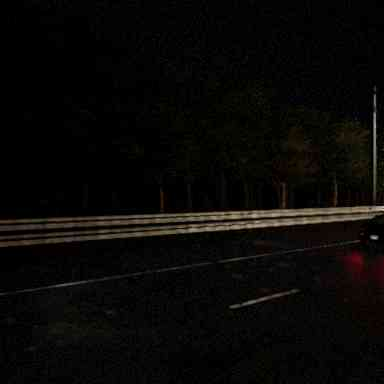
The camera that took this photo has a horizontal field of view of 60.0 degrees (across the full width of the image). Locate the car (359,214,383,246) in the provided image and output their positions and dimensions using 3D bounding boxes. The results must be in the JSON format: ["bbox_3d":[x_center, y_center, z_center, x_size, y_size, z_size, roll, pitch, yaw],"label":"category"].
[{"bbox_3d":[9.103,1.644,14.520,4.674,1.442,1.812,1,0,-35],"label":"car"}]
